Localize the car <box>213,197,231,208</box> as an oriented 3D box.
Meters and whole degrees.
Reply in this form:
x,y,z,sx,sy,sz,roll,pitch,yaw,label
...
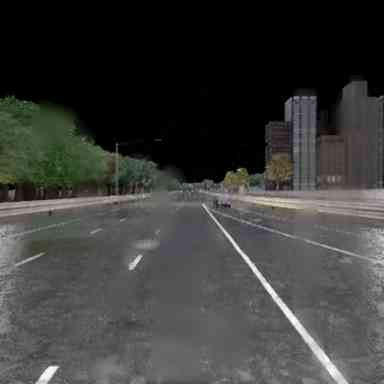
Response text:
x,y,z,sx,sy,sz,roll,pitch,yaw,label
3.816,1.354,43.223,2.033,1.411,5.357,0,0,-3,car
